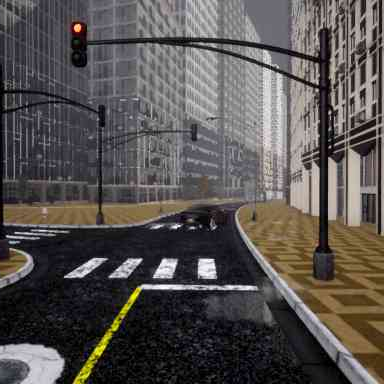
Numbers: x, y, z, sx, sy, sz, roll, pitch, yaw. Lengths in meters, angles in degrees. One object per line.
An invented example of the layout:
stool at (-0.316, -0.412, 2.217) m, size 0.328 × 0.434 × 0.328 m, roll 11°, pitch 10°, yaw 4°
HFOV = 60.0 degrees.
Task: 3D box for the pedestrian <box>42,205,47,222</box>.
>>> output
pedestrian at (-9.293, 1.344, 21.036) m, size 0.500 × 1.100 × 0.500 m, roll 0°, pitch 0°, yaw 17°

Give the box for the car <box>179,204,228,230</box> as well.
car at (0.877, 1.493, 21.499) m, size 1.882 × 1.535 × 5.008 m, roll 1°, pitch 0°, yaw 23°
